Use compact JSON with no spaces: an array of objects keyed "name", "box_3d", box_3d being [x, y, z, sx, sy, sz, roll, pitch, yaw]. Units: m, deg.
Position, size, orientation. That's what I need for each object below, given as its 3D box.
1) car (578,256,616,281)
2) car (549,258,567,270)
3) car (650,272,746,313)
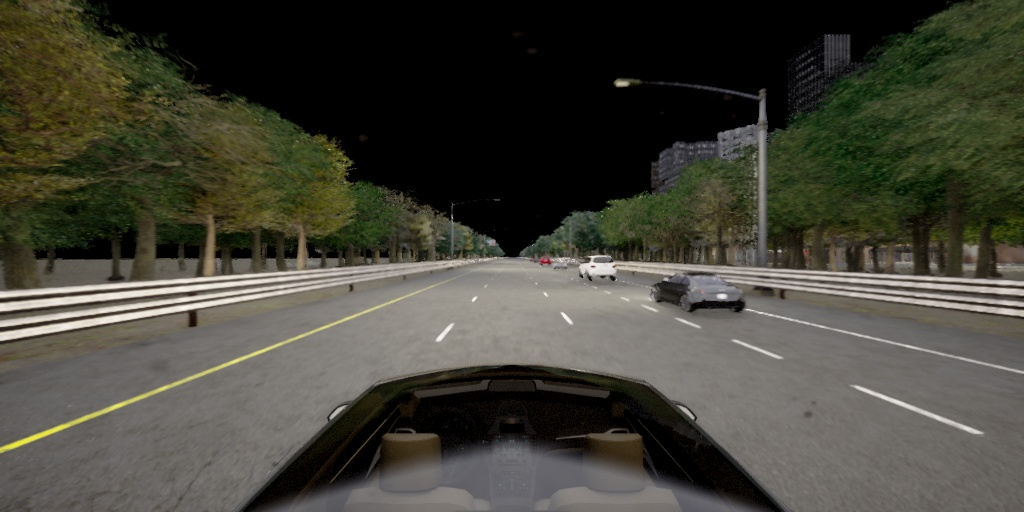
[{"name":"car","box_3d":[7.019,0.986,29.925,2.150,2.045,5.566,0,0,0]},{"name":"car","box_3d":[7.073,1.393,53.884,1.895,1.301,4.718,0,0,0]},{"name":"car","box_3d":[7.009,1.317,13.978,1.994,1.385,4.181,0,0,0]}]
